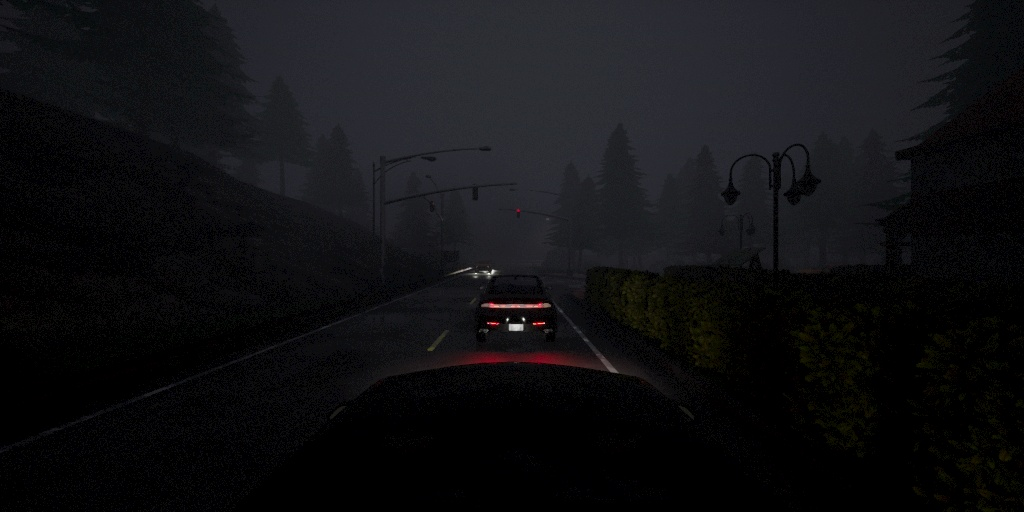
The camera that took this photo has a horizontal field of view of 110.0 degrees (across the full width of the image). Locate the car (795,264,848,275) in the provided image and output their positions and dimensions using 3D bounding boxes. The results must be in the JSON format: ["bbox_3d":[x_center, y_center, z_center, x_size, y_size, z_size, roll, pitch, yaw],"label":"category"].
[{"bbox_3d":[26.110,1.390,29.447,5.008,1.535,1.882,0,0,1],"label":"car"}]

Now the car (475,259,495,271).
[{"bbox_3d":[-3.500,1.227,44.744,1.882,1.535,5.008,0,0,0],"label":"car"}]

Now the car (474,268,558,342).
[{"bbox_3d":[0.097,1.241,9.734,2.128,1.511,4.902,0,0,0],"label":"car"}]

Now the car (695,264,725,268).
[{"bbox_3d":[15.761,1.417,29.539,4.892,1.490,1.837,0,0,0],"label":"car"}]
